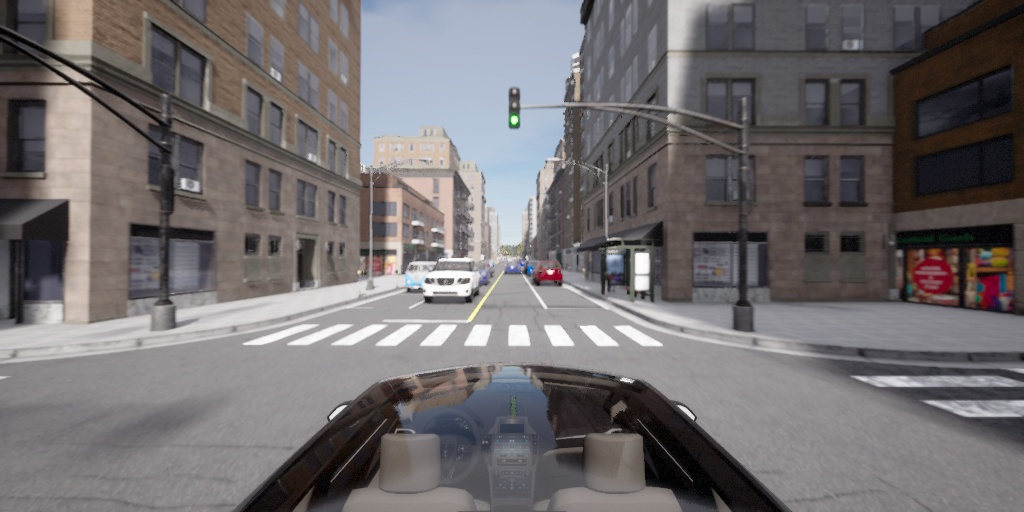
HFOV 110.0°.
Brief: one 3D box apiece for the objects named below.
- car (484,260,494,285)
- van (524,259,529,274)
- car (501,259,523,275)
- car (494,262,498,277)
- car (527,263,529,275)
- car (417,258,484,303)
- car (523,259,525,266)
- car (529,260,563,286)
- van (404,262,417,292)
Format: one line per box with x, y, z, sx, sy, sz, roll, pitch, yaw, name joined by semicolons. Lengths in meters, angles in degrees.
-2.835;1.321;28.235;2.097;1.767;4.553;0;0;0;car
2.705;1.463;43.911;1.690;1.789;3.998;0;0;0;van
0.069;1.491;47.038;2.097;1.767;4.553;0;0;1;car
-2.821;1.656;38.474;1.895;1.301;4.718;0;0;0;car
2.711;1.582;33.099;2.007;1.370;4.403;0;0;0;car
-2.840;1.104;18.027;2.150;2.045;5.566;0;-1;0;car
2.702;1.483;49.317;2.192;1.841;5.009;0;0;0;car
2.714;1.300;27.693;2.192;1.841;5.009;0;0;0;car
-5.400;1.249;22.289;1.690;1.789;3.998;0;0;0;van
